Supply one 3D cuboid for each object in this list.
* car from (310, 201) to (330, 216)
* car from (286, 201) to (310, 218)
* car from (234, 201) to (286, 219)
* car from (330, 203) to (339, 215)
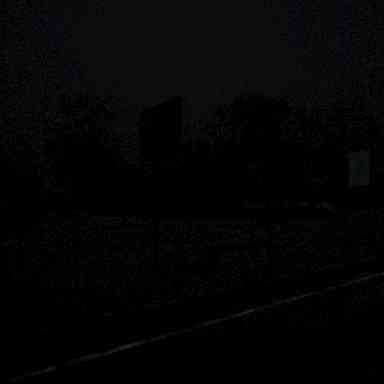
[{"bbox_3d":[11.226,1.699,34.743,2.097,1.535,5.008,1,0,-36],"label":"car"},{"bbox_3d":[8.577,1.676,32.820,2.231,1.521,4.892,1,0,-36],"label":"car"},{"bbox_3d":[5.918,1.691,30.906,2.002,1.452,4.674,1,0,-36],"label":"car"},{"bbox_3d":[13.785,1.762,36.577,2.002,1.452,4.674,1,0,-36],"label":"car"}]
